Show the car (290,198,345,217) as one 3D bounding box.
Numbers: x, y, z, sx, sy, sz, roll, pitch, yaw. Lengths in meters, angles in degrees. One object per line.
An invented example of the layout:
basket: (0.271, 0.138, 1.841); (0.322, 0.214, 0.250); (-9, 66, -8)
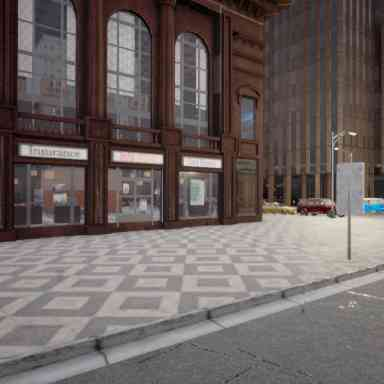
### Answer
car: (12.672, 1.522, 32.661); (2.192, 1.841, 5.009); (0, 0, -35)

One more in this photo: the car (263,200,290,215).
car: (9.532, 1.798, 37.118); (1.752, 1.417, 4.829); (0, 0, -35)

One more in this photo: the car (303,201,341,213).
car: (16.397, 1.897, 42.176); (1.802, 1.307, 4.206); (-1, 0, -35)

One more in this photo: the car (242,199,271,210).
car: (9.913, 1.891, 51.369); (1.967, 1.590, 4.097); (-1, 0, -35)

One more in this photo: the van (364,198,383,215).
van: (19.635, 1.588, 37.581); (1.690, 1.788, 3.998); (-1, 0, -35)
